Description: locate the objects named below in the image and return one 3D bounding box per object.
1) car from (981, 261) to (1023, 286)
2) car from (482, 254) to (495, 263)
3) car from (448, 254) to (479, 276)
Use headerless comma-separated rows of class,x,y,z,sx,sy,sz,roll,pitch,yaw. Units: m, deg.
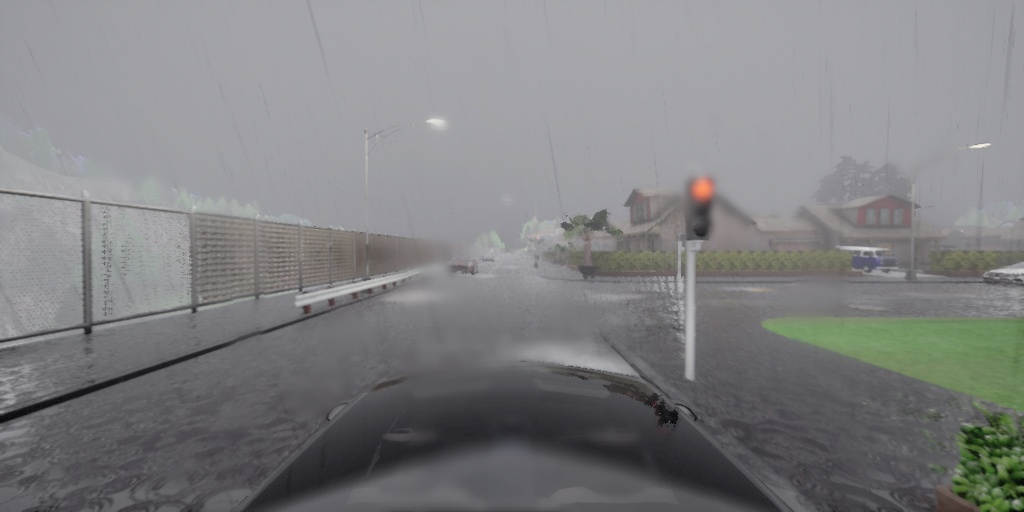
car,29.804,0.990,20.344,4.674,1.442,1.812,0,1,0
car,-3.995,0.343,61.511,1.882,1.535,5.008,0,2,0
car,-4.005,0.617,29.854,2.097,1.767,4.553,0,1,0
